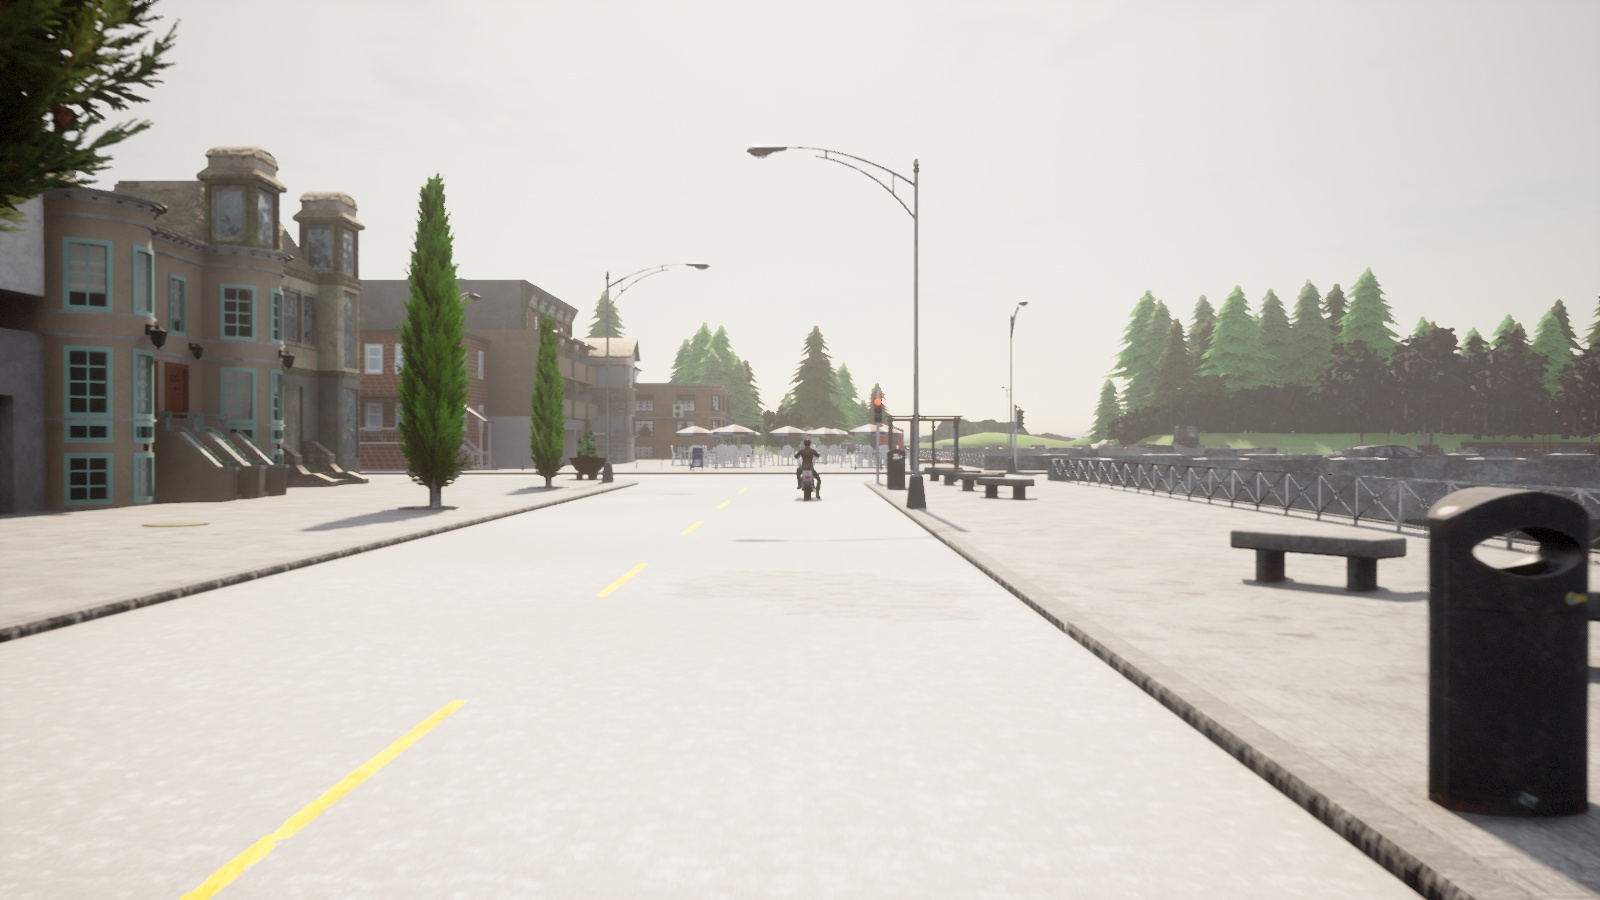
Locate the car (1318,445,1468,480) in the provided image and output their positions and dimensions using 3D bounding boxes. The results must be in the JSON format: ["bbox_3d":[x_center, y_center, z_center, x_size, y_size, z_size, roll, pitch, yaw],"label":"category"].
[{"bbox_3d":[24.844,0.517,52.740,5.357,1.411,2.033,0,0,0],"label":"car"}]

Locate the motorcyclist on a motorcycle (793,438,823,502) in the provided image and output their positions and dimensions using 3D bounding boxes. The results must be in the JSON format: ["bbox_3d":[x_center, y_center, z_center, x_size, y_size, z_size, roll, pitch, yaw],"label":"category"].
[{"bbox_3d":[0.200,0.509,33.390,0.766,1.649,2.350,0,0,0],"label":"motorcyclist on a motorcycle"}]
